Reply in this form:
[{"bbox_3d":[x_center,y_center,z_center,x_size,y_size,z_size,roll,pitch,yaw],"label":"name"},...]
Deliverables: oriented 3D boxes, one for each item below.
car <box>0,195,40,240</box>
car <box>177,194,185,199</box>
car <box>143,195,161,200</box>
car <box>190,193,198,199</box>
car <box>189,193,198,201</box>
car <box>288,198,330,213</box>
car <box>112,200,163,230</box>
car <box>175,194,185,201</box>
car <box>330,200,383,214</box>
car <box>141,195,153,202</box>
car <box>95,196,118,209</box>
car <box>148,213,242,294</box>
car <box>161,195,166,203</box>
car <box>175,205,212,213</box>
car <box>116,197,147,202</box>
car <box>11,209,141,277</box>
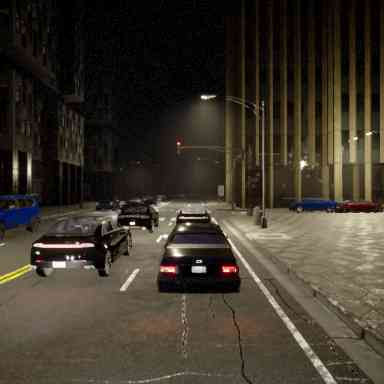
[{"bbox_3d":[-9.778,1.208,16.872,2.150,2.045,5.566,0,0,1],"label":"car"},{"bbox_3d":[-2.808,1.187,87.564,1.895,1.301,4.718,0,0,0],"label":"car"},{"bbox_3d":[-6.340,1.501,50.969,1.895,1.301,4.718,0,0,0],"label":"car"},{"bbox_3d":[0.442,1.117,87.517,2.128,1.511,4.902,0,0,0],"label":"car"},{"bbox_3d":[0.389,1.291,77.095,1.837,1.490,4.892,0,0,0],"label":"car"},{"bbox_3d":[12.710,1.369,35.047,5.008,1.535,1.882,0,0,1],"label":"car"},{"bbox_3d":[-3.055,1.460,19.601,1.882,1.535,5.008,0,0,0],"label":"car"},{"bbox_3d":[-2.861,1.316,77.112,2.128,1.511,4.902,0,0,0],"label":"car"},{"bbox_3d":[15.950,1.421,31.860,4.181,1.385,1.994,0,0,0],"label":"car"},{"bbox_3d":[-9.400,1.352,69.868,1.812,1.442,4.674,0,0,0],"label":"car"},{"bbox_3d":[-9.657,1.292,38.620,2.097,1.767,4.553,0,0,0],"label":"car"},{"bbox_3d":[0.143,1.544,8.951,2.033,1.411,5.357,0,0,0],"label":"car"},{"bbox_3d":[-6.200,1.334,66.186,2.128,1.511,4.902,0,0,1],"label":"car"},{"bbox_3d":[0.092,1.475,18.695,2.128,1.511,4.902,0,0,0],"label":"car"},{"bbox_3d":[-6.423,1.550,35.596,1.895,1.301,4.718,0,0,0],"label":"car"},{"bbox_3d":[-3.101,1.487,10.225,2.128,1.511,4.902,0,0,0],"label":"car"}]
